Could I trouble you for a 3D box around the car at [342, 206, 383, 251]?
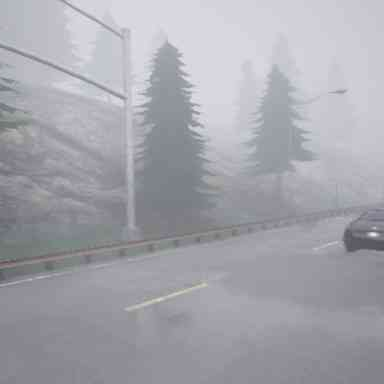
[{"bbox_3d":[6.661,1.153,11.030,4.181,1.385,1.994,-2,1,-45],"label":"car"}]
